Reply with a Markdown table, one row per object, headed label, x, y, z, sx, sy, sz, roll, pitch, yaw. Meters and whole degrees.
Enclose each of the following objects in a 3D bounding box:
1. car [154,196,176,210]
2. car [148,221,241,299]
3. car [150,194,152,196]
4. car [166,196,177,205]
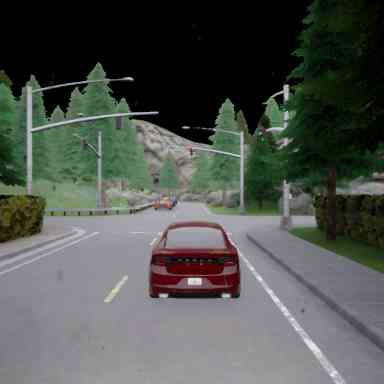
| label | x | y | z | sx | sy | sz | roll | pitch | yaw |
| --- | --- | --- | --- | --- | --- | --- | --- | --- | --- |
| car | -3.583 | 1.352 | 42.629 | 2.097 | 1.767 | 4.553 | 0 | 0 | 0 |
| car | 0.069 | 1.478 | 8.527 | 1.882 | 1.535 | 5.008 | 0 | 0 | 0 |
| car | -10.993 | 1.355 | 79.667 | 4.553 | 1.767 | 2.097 | 0 | 0 | 24 |
| car | -3.794 | 1.477 | 61.939 | 1.882 | 1.535 | 5.008 | 0 | 0 | -6 |
